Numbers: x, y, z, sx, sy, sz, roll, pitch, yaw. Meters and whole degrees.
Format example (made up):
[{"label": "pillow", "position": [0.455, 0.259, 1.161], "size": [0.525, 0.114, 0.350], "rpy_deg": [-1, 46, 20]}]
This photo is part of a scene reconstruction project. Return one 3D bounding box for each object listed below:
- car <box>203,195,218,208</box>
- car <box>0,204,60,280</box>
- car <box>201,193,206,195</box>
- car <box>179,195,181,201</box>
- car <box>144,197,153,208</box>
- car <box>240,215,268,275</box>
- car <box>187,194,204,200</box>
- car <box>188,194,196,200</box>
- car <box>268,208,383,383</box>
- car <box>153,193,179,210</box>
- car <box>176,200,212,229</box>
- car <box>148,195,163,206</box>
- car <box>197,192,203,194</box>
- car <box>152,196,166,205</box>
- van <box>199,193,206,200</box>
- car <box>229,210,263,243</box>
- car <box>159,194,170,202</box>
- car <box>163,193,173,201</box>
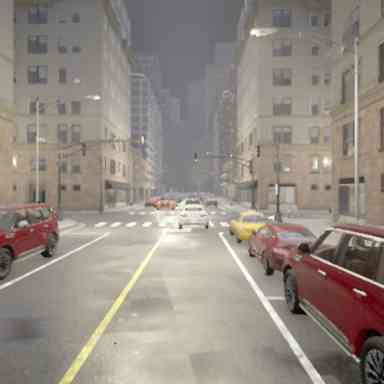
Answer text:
[{"label": "car", "position": [2.776, 1.502, 47.781], "size": [2.008, 1.369, 4.403], "rpy_deg": [0, 0, 0]}, {"label": "car", "position": [-5.756, 1.325, 10.132], "size": [2.192, 1.841, 5.009], "rpy_deg": [0, 0, 0]}, {"label": "car", "position": [2.779, 1.436, 58.797], "size": [1.752, 1.417, 4.829], "rpy_deg": [1, 0, 0]}, {"label": "car", "position": [-3.059, 1.447, 50.627], "size": [1.837, 1.490, 4.892], "rpy_deg": [0, 0, 0]}, {"label": "car", "position": [-5.750, 1.497, 47.790], "size": [1.887, 1.381, 4.507], "rpy_deg": [0, 0, 0]}, {"label": "car", "position": [2.768, 1.592, 10.122], "size": [1.802, 1.307, 4.206], "rpy_deg": [0, 0, 0]}, {"label": "car", "position": [0.106, 1.454, 44.344], "size": [2.128, 1.511, 4.902], "rpy_deg": [0, 0, 0]}, {"label": "car", "position": [0.012, 1.291, 83.098], "size": [1.837, 1.490, 4.892], "rpy_deg": [0, 0, 0]}, {"label": "car", "position": [2.768, 1.321, 4.572], "size": [2.192, 1.841, 5.009], "rpy_deg": [0, 0, 0]}, {"label": "car", "position": [-3.142, 1.322, 41.622], "size": [2.097, 1.767, 4.553], "rpy_deg": [0, 0, 2]}, {"label": "car", "position": [0.101, 1.527, 21.760], "size": [1.812, 1.442, 4.674], "rpy_deg": [0, 0, 0]}, {"label": "car", "position": [-5.747, 1.373, 53.214], "size": [1.967, 1.590, 4.097], "rpy_deg": [1, 0, 0]}, {"label": "car", "position": [2.783, 1.246, 80.322], "size": [1.967, 1.590, 4.097], "rpy_deg": [1, 0, 0]}, {"label": "car", "position": [-5.747, 1.456, 58.637], "size": [1.887, 1.381, 4.507], "rpy_deg": [1, 0, 0]}, {"label": "van", "position": [2.786, 1.116, 85.745], "size": [1.690, 1.788, 3.998], "rpy_deg": [1, 0, 0]}, {"label": "car", "position": [2.769, 1.535, 15.847], "size": [1.752, 1.417, 4.829], "rpy_deg": [0, 0, 0]}, {"label": "car", "position": [-5.744, 1.302, 69.484], "size": [1.967, 1.590, 4.097], "rpy_deg": [1, 0, 0]}, {"label": "car", "position": [-5.741, 1.121, 80.329], "size": [2.192, 1.841, 5.009], "rpy_deg": [1, 0, 0]}]
